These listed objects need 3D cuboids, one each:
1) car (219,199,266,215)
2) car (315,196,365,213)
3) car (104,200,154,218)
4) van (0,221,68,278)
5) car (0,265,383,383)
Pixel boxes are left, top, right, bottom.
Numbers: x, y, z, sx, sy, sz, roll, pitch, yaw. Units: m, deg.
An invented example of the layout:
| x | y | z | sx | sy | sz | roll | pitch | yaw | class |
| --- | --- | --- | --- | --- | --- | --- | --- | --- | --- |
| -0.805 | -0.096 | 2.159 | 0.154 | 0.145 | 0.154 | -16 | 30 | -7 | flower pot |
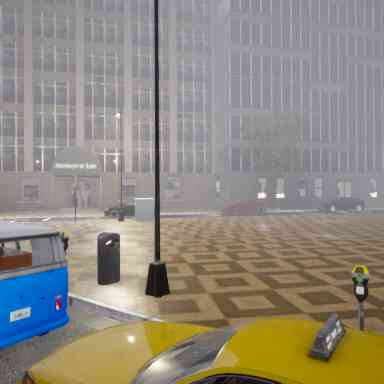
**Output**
| x | y | z | sx | sy | sz | roll | pitch | yaw | class |
| --- | --- | --- | --- | --- | --- | --- | --- | --- | --- |
| 4.553 | 1.320 | 29.924 | 4.181 | 1.385 | 1.994 | 0 | 0 | -14 | car |
| 14.412 | 1.191 | 32.367 | 4.892 | 1.490 | 1.837 | 0 | 0 | -14 | car |
| -5.161 | 1.396 | 27.499 | 4.181 | 1.385 | 1.994 | 0 | 0 | -14 | car |
| -3.722 | 1.343 | 5.372 | 3.998 | 1.788 | 1.690 | 0 | 0 | 35 | van |
| 0.649 | 1.526 | 2.263 | 4.829 | 1.417 | 1.752 | 0 | 0 | 35 | car |
